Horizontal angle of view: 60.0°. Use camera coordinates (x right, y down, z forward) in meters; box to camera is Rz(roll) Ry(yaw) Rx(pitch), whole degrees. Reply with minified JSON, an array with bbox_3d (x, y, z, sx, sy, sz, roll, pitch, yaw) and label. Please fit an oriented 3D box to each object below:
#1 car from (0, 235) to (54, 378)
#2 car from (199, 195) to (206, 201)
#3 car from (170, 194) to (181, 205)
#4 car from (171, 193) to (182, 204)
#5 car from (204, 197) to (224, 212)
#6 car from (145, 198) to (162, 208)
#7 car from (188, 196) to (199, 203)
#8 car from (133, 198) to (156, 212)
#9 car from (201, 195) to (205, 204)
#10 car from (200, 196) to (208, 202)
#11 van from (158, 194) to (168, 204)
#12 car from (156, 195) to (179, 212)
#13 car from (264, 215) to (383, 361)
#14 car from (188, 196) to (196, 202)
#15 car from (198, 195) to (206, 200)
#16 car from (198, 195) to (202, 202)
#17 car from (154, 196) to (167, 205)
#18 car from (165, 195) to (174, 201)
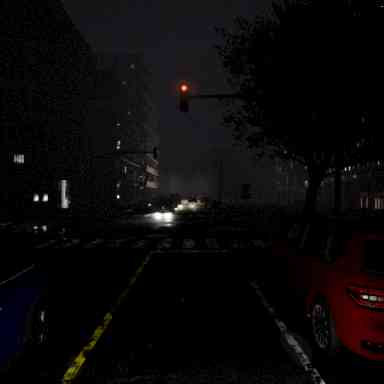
[{"bbox_3d":[-3.100,1.352,3.025,2.097,1.767,4.553,0,0,0],"label":"car"},{"bbox_3d":[2.733,1.620,88.083,1.887,1.381,4.507,0,0,0],"label":"car"},{"bbox_3d":[-3.062,1.500,49.409,1.882,1.535,5.008,0,0,0],"label":"car"},{"bbox_3d":[-3.037,1.256,60.122,2.150,2.045,5.566,0,0,0],"label":"car"},{"bbox_3d":[2.710,1.556,38.288,1.887,1.381,4.507,0,0,0],"label":"car"},{"bbox_3d":[-5.665,1.573,49.358,2.008,1.369,4.403,0,0,0],"label":"car"},{"bbox_3d":[0.137,1.611,69.468,1.994,1.385,4.181,0,0,0],"label":"car"},{"bbox_3d":[-5.670,1.562,38.292,2.008,1.369,4.403,0,0,0],"label":"car"},{"bbox_3d":[2.715,1.548,49.524,1.752,1.417,4.829,0,0,0],"label":"car"},{"bbox_3d":[2.728,1.583,77.187,1.752,1.417,4.829,0,0,0],"label":"car"},{"bbox_3d":[-5.657,1.383,65.957,1.690,1.788,3.998,0,0,0],"label":"van"},{"bbox_3d":[-3.074,1.504,39.188,2.128,1.511,4.902,0,0,2],"label":"car"},{"bbox_3d":[2.696,1.315,5.900,2.192,1.841,5.009,0,0,0],"label":"car"},{"bbox_3d":[0.040,1.656,79.369,1.895,1.301,4.718,0,0,0],"label":"car"},{"bbox_3d":[2.736,1.637,93.615,2.008,1.369,4.403,0,0,0],"label":"car"},{"bbox_3d":[2.723,1.624,65.951,1.802,1.307,4.206,0,0,0],"label":"car"},{"bbox_3d":[-5.660,1.475,60.424,1.967,1.590,4.097,0,0,0],"label":"car"},{"bbox_3d":[-5.650,1.506,82.554,1.967,1.590,4.097,0,0,0],"label":"car"}]
